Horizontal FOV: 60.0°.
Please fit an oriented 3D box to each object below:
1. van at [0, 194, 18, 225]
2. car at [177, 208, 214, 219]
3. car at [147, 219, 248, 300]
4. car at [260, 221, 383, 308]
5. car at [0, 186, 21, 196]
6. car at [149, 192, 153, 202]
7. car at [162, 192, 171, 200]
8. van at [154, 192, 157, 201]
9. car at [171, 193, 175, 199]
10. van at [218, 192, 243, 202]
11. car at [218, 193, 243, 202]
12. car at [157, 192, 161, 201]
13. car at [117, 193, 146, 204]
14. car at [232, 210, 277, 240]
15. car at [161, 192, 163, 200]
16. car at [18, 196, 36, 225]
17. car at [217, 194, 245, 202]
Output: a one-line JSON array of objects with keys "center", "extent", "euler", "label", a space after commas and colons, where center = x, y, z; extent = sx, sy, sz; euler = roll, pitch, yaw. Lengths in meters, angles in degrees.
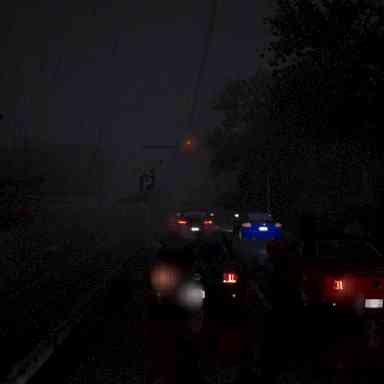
[{"center": [-13.607, 1.299, 20.594], "extent": [4.442, 1.987, 1.878], "euler": [-1, 0, -19], "label": "van"}, {"center": [0.167, 1.554, 17.478], "extent": [1.812, 1.442, 4.674], "euler": [0, 0, 1], "label": "car"}, {"center": [0.108, 1.613, 8.375], "extent": [1.895, 1.301, 4.718], "euler": [0, 0, 0], "label": "car"}, {"center": [3.118, 1.612, 7.886], "extent": [1.895, 1.301, 4.718], "euler": [0, 0, 0], "label": "car"}, {"center": [-28.176, 0.144, 52.243], "extent": [2.002, 1.452, 4.674], "euler": [6, -3, -19], "label": "car"}, {"center": [-10.814, 1.324, 64.371], "extent": [5.366, 1.575, 1.946], "euler": [-1, 0, -15], "label": "car"}, {"center": [-8.471, 1.369, 85.313], "extent": [4.674, 1.452, 2.002], "euler": [-1, 0, -12], "label": "car"}, {"center": [-10.256, 1.102, 70.363], "extent": [4.442, 1.987, 1.878], "euler": [-1, 0, -14], "label": "van"}, {"center": [-8.022, 1.077, 88.320], "extent": [5.566, 2.045, 2.435], "euler": [-1, 0, -12], "label": "car"}, {"center": [7.269, 1.051, 63.977], "extent": [4.442, 1.987, 1.878], "euler": [1, 0, -14], "label": "van"}, {"center": [7.652, 1.150, 66.947], "extent": [4.553, 1.767, 2.185], "euler": [1, 0, -14], "label": "car"}, {"center": [-10.029, 1.331, 73.334], "extent": [4.892, 1.521, 2.231], "euler": [-1, 0, -14], "label": "car"}, {"center": [-11.458, 1.366, 61.378], "extent": [4.792, 1.488, 2.163], "euler": [-1, 0, -15], "label": "car"}, {"center": [3.160, 1.590, 16.633], "extent": [1.994, 1.385, 4.181], "euler": [0, 0, 1], "label": "car"}, {"center": [-9.657, 1.370, 76.329], "extent": [4.674, 1.452, 2.002], "euler": [-1, 0, -13], "label": "car"}, {"center": [-13.633, 1.406, 23.572], "extent": [4.553, 1.767, 2.185], "euler": [-1, 0, -19], "label": "car"}, {"center": [8.188, 1.273, 69.940], "extent": [5.366, 1.575, 1.946], "euler": [1, 0, -13], "label": "car"}]
